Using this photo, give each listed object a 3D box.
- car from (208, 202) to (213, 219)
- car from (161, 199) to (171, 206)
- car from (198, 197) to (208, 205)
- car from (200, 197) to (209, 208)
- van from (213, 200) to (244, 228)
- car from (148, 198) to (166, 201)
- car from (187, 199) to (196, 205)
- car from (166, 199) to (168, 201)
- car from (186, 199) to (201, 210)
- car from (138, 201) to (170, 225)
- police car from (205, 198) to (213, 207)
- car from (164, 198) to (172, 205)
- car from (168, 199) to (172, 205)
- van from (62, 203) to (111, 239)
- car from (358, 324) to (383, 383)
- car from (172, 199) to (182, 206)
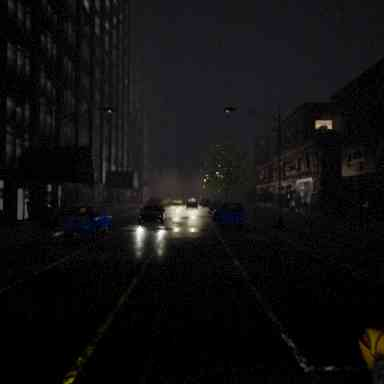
[{"bbox_3d":[2.698,1.863,29.381,1.947,1.339,4.313,1,-1,0],"label":"car"},{"bbox_3d":[-5.686,2.270,73.747,1.947,1.339,4.313,1,-1,0],"label":"car"},{"bbox_3d":[2.698,2.068,79.297,2.192,1.841,5.009,1,0,0],"label":"car"},{"bbox_3d":[2.697,2.084,57.281,1.752,1.417,4.829,1,-1,0],"label":"car"},{"bbox_3d":[2.701,1.584,23.837,1.690,1.788,3.998,1,-1,0],"label":"van"},{"bbox_3d":[-5.680,1.821,51.565,2.192,1.841,5.009,1,-1,0],"label":"car"},{"bbox_3d":[-0.007,2.107,72.857,1.895,1.301,4.718,0,0,0],"label":"car"},{"bbox_3d":[-5.684,2.080,56.938,1.752,1.417,4.829,1,-1,0],"label":"car"},{"bbox_3d":[-0.006,2.127,53.800,1.895,1.301,4.718,0,-1,0],"label":"car"},{"bbox_3d":[-3.103,1.750,26.910,1.882,1.535,5.008,0,-1,0],"label":"car"},{"bbox_3d":[2.996,1.824,39.974,1.930,1.638,5.238,0,-1,0],"label":"police car"},{"bbox_3d":[-5.686,2.276,79.122,1.752,1.417,4.829,1,0,0],"label":"car"},{"bbox_3d":[-5.685,2.179,68.029,1.752,1.417,4.829,1,-1,0],"label":"car"},{"bbox_3d":[-5.678,1.529,18.289,1.690,1.788,3.998,1,-1,0],"label":"van"},{"bbox_3d":[2.701,1.546,1.820,1.752,1.417,4.829,1,-1,0],"label":"car"},{"bbox_3d":[-3.008,2.125,68.584,1.882,1.535,5.008,0,0,0],"label":"car"}]
